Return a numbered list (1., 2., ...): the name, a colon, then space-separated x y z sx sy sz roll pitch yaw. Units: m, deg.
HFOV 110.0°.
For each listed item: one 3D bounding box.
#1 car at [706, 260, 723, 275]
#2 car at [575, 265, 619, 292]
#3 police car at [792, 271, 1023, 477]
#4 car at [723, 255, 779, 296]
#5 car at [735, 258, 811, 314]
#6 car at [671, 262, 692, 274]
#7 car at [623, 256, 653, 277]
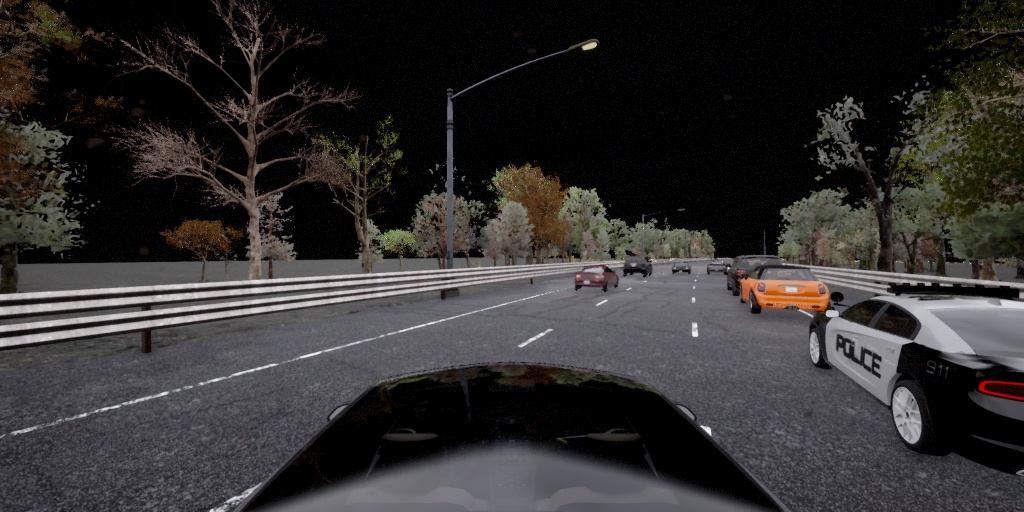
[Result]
1. car: 22.453 1.261 39.317 2.128 1.511 4.902 0 0 29
2. car: 5.114 1.279 21.435 1.812 1.442 4.674 0 0 27
3. police car: 5.608 1.175 4.699 1.930 1.638 5.238 0 0 26
4. car: 12.647 0.978 18.754 2.150 2.045 5.566 0 0 27
5. car: 9.934 1.102 13.421 2.097 1.767 4.553 0 0 27
6. car: 19.342 1.370 40.798 1.895 1.301 4.718 0 0 29
7. car: 12.544 0.984 35.601 2.150 2.045 5.566 0 0 28
